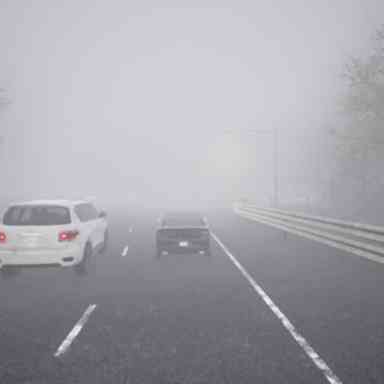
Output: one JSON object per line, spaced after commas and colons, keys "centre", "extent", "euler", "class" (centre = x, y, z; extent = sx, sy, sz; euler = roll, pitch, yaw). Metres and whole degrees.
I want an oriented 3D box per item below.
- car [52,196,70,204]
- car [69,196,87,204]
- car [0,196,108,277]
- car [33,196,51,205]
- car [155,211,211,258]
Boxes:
{"centre": [-26.274, 1.544, 66.414], "extent": [1.882, 1.535, 5.008], "euler": [0, 0, -40], "class": "car"}
{"centre": [-23.501, 1.572, 68.551], "extent": [1.812, 1.442, 4.674], "euler": [0, 0, -40], "class": "car"}
{"centre": [-4.070, 1.237, 10.543], "extent": [2.150, 2.045, 5.566], "euler": [0, 0, -6], "class": "car"}
{"centre": [-29.045, 1.585, 64.277], "extent": [1.837, 1.490, 4.892], "euler": [0, 0, -40], "class": "car"}
{"centre": [-0.362, 1.474, 12.872], "extent": [1.882, 1.535, 5.008], "euler": [0, 0, -2], "class": "car"}
